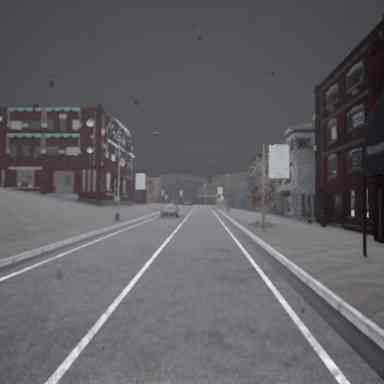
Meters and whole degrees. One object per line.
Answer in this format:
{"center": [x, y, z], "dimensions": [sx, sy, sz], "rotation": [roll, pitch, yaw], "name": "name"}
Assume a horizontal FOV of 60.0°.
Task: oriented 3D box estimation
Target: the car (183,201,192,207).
{"center": [-0.944, 2.887, 78.492], "dimensions": [1.994, 1.385, 4.181], "rotation": [0, -1, 2], "name": "car"}

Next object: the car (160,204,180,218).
{"center": [-2.402, 2.107, 37.354], "dimensions": [1.837, 1.490, 4.892], "rotation": [0, -1, 2], "name": "car"}
